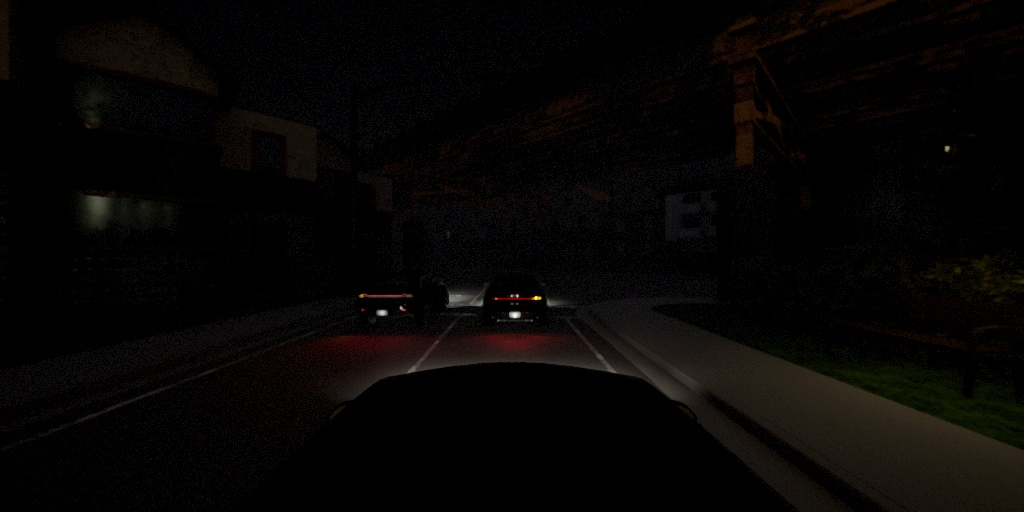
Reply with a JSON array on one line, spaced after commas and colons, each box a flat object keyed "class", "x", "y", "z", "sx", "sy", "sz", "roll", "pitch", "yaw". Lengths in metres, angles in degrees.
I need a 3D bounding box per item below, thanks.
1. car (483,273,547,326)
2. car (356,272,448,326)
[{"class": "car", "x": 0.087, "y": 1.297, "z": 11.907, "sx": 1.837, "sy": 1.490, "sz": 4.892, "roll": 0, "pitch": 0, "yaw": 0}, {"class": "car", "x": -3.372, "y": 1.282, "z": 11.821, "sx": 2.128, "sy": 1.511, "sz": 4.902, "roll": 0, "pitch": 0, "yaw": 1}]
